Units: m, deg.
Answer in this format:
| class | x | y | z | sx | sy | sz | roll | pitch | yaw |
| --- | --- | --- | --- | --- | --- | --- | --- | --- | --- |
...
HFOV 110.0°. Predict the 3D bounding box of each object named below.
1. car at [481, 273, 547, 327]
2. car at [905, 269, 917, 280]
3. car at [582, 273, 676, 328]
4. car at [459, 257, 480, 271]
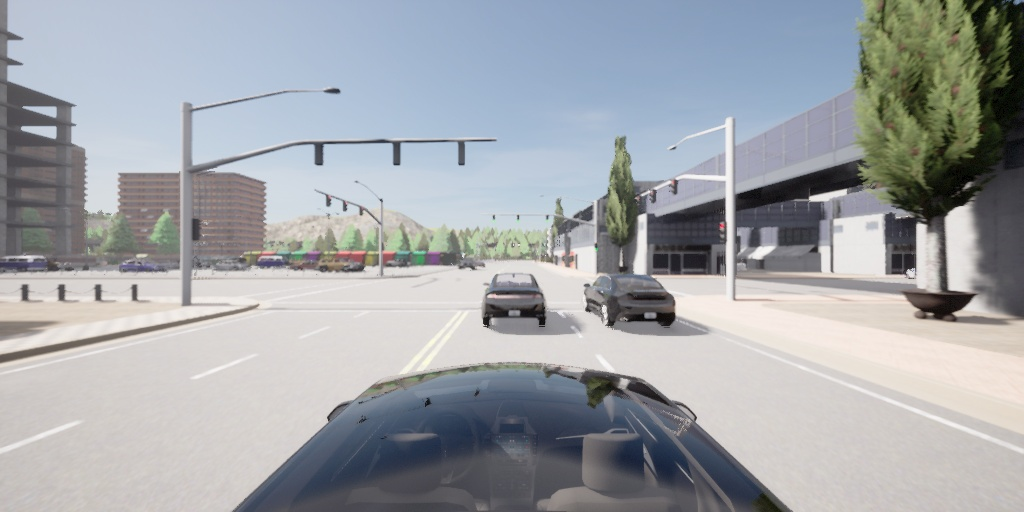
| class | x | y | z | sx | sy | sz | roll | pitch | yaw |
| --- | --- | --- | --- | --- | --- | --- | --- | --- | --- |
| car | 0.056 | 1.288 | 11.734 | 2.128 | 1.511 | 4.902 | 0 | 0 | 0 |
| car | 36.878 | 1.409 | 30.944 | 4.674 | 1.442 | 1.812 | 0 | 0 | 0 |
| car | 3.557 | 1.301 | 11.655 | 1.837 | 1.490 | 4.892 | 0 | 0 | 0 |
| car | -6.924 | 1.227 | 56.457 | 2.150 | 2.045 | 5.566 | 0 | 0 | 2 |
